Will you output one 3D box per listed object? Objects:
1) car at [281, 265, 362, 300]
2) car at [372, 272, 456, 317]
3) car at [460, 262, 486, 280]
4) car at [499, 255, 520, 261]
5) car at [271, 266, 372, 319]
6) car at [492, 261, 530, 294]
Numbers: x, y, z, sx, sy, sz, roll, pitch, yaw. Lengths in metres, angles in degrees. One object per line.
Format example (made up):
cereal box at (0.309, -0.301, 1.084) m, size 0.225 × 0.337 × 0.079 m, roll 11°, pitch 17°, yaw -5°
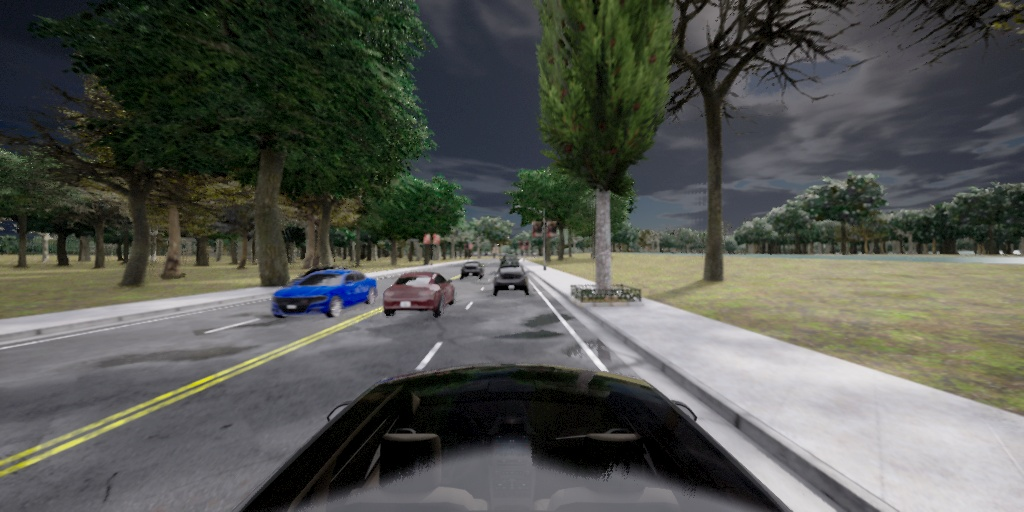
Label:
car at (-9.991, 1.304, 19.338) m, size 1.837 × 1.490 × 4.892 m, roll 0°, pitch 0°, yaw -1°
car at (-3.251, 1.292, 13.150) m, size 1.812 × 1.442 × 4.674 m, roll 0°, pitch 0°, yaw -1°
car at (-3.406, 1.228, 31.620) m, size 1.837 × 1.490 × 4.892 m, roll 0°, pitch 0°, yaw -1°
car at (-0.249, 0.892, 41.183) m, size 2.150 × 2.045 × 5.566 m, roll 0°, pitch 0°, yaw 0°
car at (-6.689, 1.265, 13.342) m, size 1.882 × 1.535 × 5.008 m, roll 0°, pitch 0°, yaw -1°
car at (-0.054, 1.243, 19.995) m, size 1.837 × 1.490 × 4.892 m, roll 0°, pitch 1°, yaw 0°
